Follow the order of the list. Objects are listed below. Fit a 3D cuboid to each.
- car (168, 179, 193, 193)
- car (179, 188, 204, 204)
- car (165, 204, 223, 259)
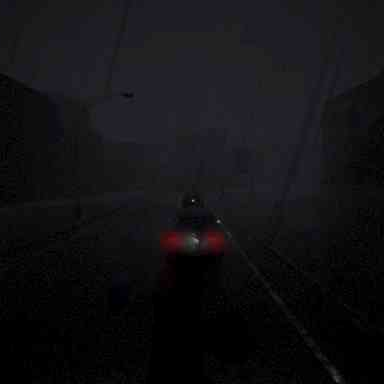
[{"bbox_3d":[-1.762,-0.944,51.722,2.150,2.045,5.566,1,3,22],"label":"car"},{"bbox_3d":[0.099,0.619,31.490,1.994,1.385,4.181,0,3,0],"label":"car"},{"bbox_3d":[0.077,1.401,12.049,2.033,1.411,5.357,0,1,0],"label":"car"}]
